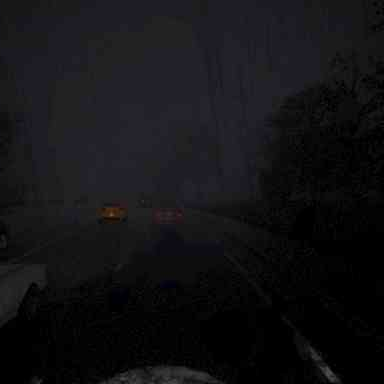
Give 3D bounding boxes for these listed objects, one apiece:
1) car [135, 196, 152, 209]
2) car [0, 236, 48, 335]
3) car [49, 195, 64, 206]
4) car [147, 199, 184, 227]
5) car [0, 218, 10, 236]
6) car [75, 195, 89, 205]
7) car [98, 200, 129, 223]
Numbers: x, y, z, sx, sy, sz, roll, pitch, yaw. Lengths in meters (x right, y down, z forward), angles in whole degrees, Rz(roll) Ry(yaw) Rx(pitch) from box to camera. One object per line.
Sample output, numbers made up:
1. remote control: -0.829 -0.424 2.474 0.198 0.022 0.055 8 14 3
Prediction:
1. car: -5.651 1.257 39.839 2.128 1.511 4.902 0 0 -15
2. car: -3.569 1.580 4.139 1.895 1.301 4.718 0 0 -2
3. car: -19.873 1.227 49.106 1.812 1.442 4.674 0 0 -20
4. car: -1.678 1.418 21.625 2.033 1.411 5.357 0 0 -9
5. car: -7.697 1.447 10.780 1.837 1.490 4.892 0 0 -5
6. car: -17.396 1.175 52.463 2.128 1.511 4.902 0 0 -21
7. car: -5.731 1.334 24.446 1.882 1.535 5.008 0 0 -10
